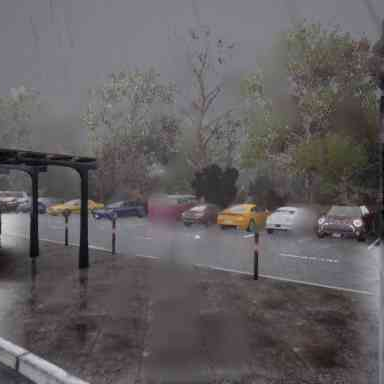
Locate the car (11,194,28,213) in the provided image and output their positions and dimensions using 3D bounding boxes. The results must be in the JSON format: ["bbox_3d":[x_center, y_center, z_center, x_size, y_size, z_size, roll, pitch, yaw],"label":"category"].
[{"bbox_3d":[-14.713,1.277,33.106,2.231,1.521,4.892,1,0,35],"label":"car"}]

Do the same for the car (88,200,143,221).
[{"bbox_3d":[-5.674,1.405,26.661,2.163,1.488,4.792,1,0,35],"label":"car"}]

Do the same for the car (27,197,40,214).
[{"bbox_3d":[-12.436,1.331,31.521,2.163,1.488,4.792,1,0,35],"label":"car"}]

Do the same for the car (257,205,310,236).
[{"bbox_3d":[5.666,1.541,18.663,2.002,1.452,4.674,1,0,35],"label":"car"}]

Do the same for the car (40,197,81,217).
[{"bbox_3d":[-10.295,1.323,29.741,1.946,1.575,5.366,1,0,35],"label":"car"}]

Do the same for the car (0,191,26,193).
[{"bbox_3d":[-21.528,0.950,37.889,2.435,2.045,5.566,1,0,35],"label":"car"}]

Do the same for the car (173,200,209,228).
[{"bbox_3d":[1.134,1.491,21.871,2.002,1.452,4.674,1,0,35],"label":"car"}]

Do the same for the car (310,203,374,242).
[{"bbox_3d":[7.952,1.402,17.085,2.185,1.767,4.553,1,0,35],"label":"car"}]

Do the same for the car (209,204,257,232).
[{"bbox_3d":[3.400,1.476,20.264,2.097,1.535,5.008,1,0,35],"label":"car"}]

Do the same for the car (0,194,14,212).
[{"bbox_3d":[-16.979,1.251,34.709,2.097,1.535,5.008,1,0,35],"label":"car"}]

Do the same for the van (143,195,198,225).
[{"bbox_3d":[-1.059,1.200,23.571,1.878,1.987,4.442,1,0,35],"label":"van"}]
